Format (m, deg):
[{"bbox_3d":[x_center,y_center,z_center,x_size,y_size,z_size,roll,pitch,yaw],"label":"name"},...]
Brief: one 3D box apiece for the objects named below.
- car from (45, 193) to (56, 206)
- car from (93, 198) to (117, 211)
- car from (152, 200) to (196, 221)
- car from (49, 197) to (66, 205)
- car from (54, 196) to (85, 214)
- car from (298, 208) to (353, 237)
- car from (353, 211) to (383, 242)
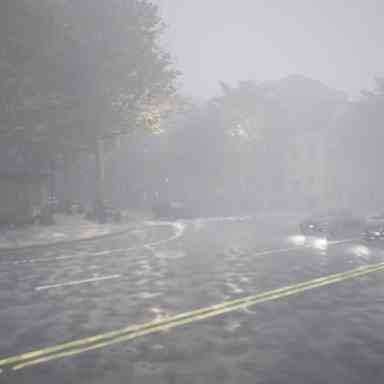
[{"bbox_3d":[-22.473,1.220,52.198,2.435,2.045,5.566,0,0,-35],"label":"car"},{"bbox_3d":[-10.585,1.478,40.505,2.128,1.511,4.902,0,0,-35],"label":"car"},{"bbox_3d":[-1.572,1.467,27.436,1.882,1.535,5.008,0,1,-32],"label":"car"},{"bbox_3d":[-24.303,1.554,60.040,1.994,1.385,4.181,0,0,-35],"label":"car"},{"bbox_3d":[-14.657,1.473,40.130,2.231,1.521,4.892,0,0,-35],"label":"car"},{"bbox_3d":[7.670,1.552,18.053,4.181,1.385,1.994,0,0,-36],"label":"car"},{"bbox_3d":[9.649,1.492,15.165,4.892,1.490,1.837,0,0,-35],"label":"car"}]
